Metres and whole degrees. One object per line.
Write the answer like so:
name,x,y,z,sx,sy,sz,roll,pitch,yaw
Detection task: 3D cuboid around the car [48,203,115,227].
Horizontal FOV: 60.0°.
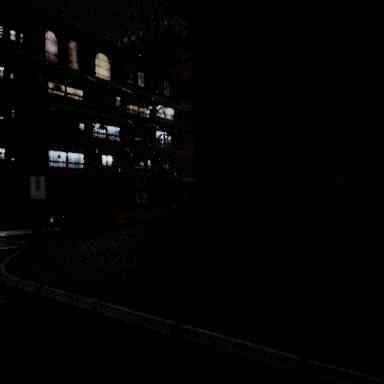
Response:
car,-7.767,1.579,23.785,2.128,1.511,4.902,-2,-1,36

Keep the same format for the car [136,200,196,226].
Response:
car,-1.596,1.427,22.390,1.752,1.417,4.829,-1,0,36

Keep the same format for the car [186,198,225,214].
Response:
car,1.529,1.448,36.413,1.837,1.490,4.892,-2,-1,36

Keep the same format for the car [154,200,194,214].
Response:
car,-1.867,1.581,36.158,1.887,1.381,4.507,-1,0,36

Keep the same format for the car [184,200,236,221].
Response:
car,1.524,1.403,26.631,2.008,1.369,4.403,-1,0,36
